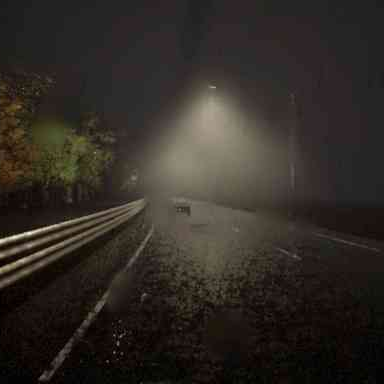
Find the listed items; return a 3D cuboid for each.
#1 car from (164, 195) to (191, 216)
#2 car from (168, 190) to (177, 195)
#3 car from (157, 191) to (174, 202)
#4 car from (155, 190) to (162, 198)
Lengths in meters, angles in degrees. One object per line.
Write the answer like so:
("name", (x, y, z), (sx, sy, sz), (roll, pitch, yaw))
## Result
("car", (-1.202, 1.279, 30.131), (2.128, 1.511, 4.902), (0, 0, -5))
("car", (-4.767, 0.843, 85.982), (1.812, 1.442, 4.674), (0, 1, -8))
("car", (-5.005, 1.097, 62.104), (1.994, 1.385, 4.181), (0, 0, -8))
("car", (-9.123, 0.505, 92.148), (2.150, 2.045, 5.566), (0, 1, -8))
